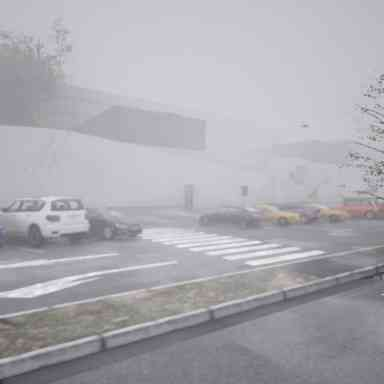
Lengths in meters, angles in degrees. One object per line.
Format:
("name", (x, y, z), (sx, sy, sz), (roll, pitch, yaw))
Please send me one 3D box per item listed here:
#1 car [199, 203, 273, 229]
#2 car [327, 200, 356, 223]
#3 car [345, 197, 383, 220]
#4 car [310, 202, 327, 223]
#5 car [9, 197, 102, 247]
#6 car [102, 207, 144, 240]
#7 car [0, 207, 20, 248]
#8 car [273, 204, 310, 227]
("car", (2.656, 1.608, 22.199), (4.674, 1.452, 2.002), (-1, -1, 35))
("car", (10.097, 1.635, 27.290), (5.366, 1.575, 1.946), (-1, -1, 35))
("car", (14.827, 1.559, 30.838), (4.553, 1.767, 2.185), (-1, -1, 34))
("car", (7.487, 1.644, 25.677), (4.792, 1.488, 2.163), (-1, -1, 35))
("car", (-7.090, 1.253, 15.300), (5.566, 2.045, 2.435), (-1, -1, 35))
("car", (-4.635, 1.518, 17.025), (4.892, 1.521, 2.231), (-1, -1, 34))
("car", (-9.492, 1.494, 13.561), (5.008, 1.535, 2.097), (-1, -1, 35))
("car", (5.237, 1.584, 23.830), (5.366, 1.575, 1.946), (-1, -1, 35))
